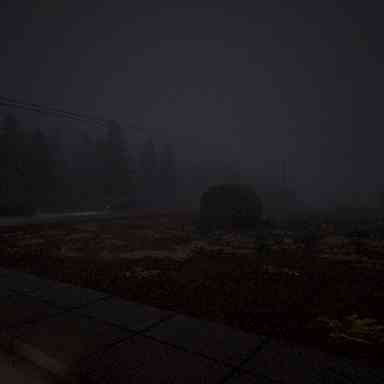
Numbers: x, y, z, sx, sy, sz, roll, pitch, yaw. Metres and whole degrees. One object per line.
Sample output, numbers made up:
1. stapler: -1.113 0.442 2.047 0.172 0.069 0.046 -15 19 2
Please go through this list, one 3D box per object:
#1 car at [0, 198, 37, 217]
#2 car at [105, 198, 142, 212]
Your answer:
1. car: -16.081 1.379 28.962 2.097 1.767 4.553 0 0 37
2. car: -8.085 1.514 39.744 2.128 1.511 4.902 0 0 37
